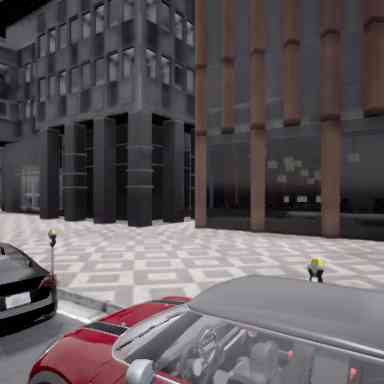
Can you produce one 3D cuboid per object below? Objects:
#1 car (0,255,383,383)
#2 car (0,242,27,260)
[{"bbox_3d":[0.473,1.439,2.625,4.097,1.590,1.967,0,0,36],"label":"car"},{"bbox_3d":[-4.149,1.565,5.922,4.313,1.339,1.947,0,0,36],"label":"car"}]
